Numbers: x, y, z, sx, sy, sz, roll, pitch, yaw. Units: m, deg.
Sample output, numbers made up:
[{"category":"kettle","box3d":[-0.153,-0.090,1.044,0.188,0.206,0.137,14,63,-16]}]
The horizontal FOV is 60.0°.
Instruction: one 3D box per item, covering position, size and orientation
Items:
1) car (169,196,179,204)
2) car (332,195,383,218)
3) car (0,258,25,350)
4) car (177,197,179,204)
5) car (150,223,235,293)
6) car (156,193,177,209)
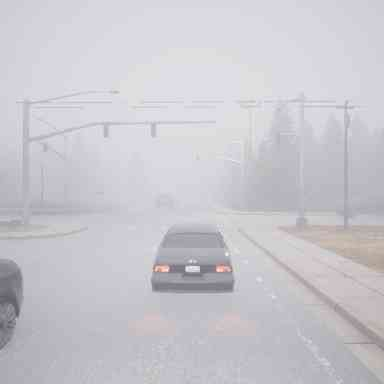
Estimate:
[{"category":"car","box3d":[-3.540,1.526,65.937,1.812,1.442,4.674,0,0,1]},{"category":"car","box3d":[15.547,1.248,29.646,5.566,2.045,2.150,0,0,1]},{"category":"car","box3d":[-3.582,1.493,3.335,2.128,1.511,4.902,0,0,0]},{"category":"car","box3d":[-3.665,1.352,55.663,2.097,1.767,4.553,0,0,0]},{"category":"car","box3d":[0.034,1.545,9.000,2.033,1.411,5.357,0,0,1]},{"category":"car","box3d":[-3.677,1.221,45.653,2.150,2.045,5.566,0,0,0]}]
